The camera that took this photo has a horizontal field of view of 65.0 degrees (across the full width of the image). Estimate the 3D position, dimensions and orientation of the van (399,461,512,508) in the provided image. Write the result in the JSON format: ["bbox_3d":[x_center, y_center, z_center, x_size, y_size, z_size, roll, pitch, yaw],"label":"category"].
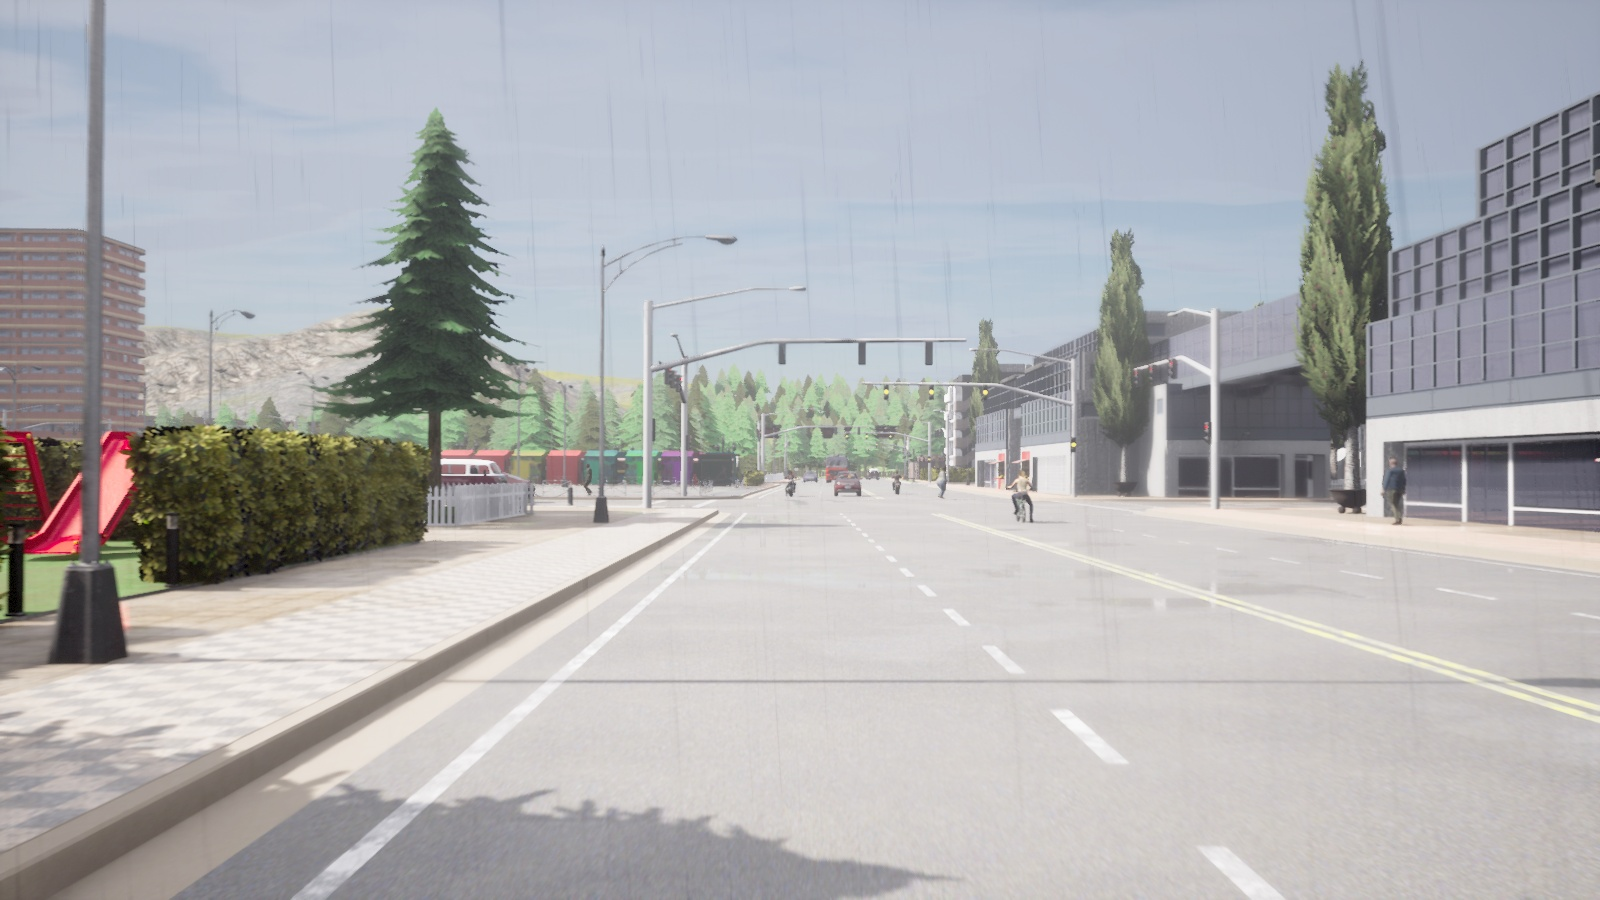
[{"bbox_3d":[-15.425,1.544,56.406,4.480,2.038,2.069,0,-1,0],"label":"van"}]

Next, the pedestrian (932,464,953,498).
[{"bbox_3d":[7.888,1.730,69.507,0.900,1.855,0.874,0,-1,-12],"label":"pedestrian"}]

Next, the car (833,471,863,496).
[{"bbox_3d":[3.026,2.108,79.234,1.789,1.549,3.705,0,-1,1],"label":"car"}]

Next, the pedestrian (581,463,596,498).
[{"bbox_3d":[-11.487,1.661,68.215,0.692,1.930,0.395,0,-1,0],"label":"pedestrian"}]

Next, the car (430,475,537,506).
[{"bbox_3d":[-15.068,1.903,59.911,4.674,1.442,1.812,0,-1,-1],"label":"car"}]

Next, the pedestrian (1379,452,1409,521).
[{"bbox_3d":[16.009,0.976,33.843,0.402,1.842,0.726,0,-1,-4],"label":"pedestrian"}]

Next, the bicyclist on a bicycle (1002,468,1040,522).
[{"bbox_3d":[6.820,1.374,38.814,0.866,1.612,1.509,0,-1,0],"label":"bicyclist on a bicycle"}]
